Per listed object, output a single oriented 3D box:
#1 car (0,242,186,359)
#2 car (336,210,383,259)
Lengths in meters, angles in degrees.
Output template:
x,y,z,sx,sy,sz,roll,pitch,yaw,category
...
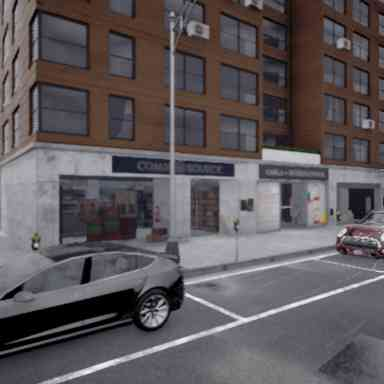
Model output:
x,y,z,sx,sy,sz,roll,pitch,yaw,category
-2.106,1.559,5.258,4.313,1.339,1.947,0,0,-35,car
6.868,1.377,11.647,4.097,1.590,1.967,0,0,-35,car
